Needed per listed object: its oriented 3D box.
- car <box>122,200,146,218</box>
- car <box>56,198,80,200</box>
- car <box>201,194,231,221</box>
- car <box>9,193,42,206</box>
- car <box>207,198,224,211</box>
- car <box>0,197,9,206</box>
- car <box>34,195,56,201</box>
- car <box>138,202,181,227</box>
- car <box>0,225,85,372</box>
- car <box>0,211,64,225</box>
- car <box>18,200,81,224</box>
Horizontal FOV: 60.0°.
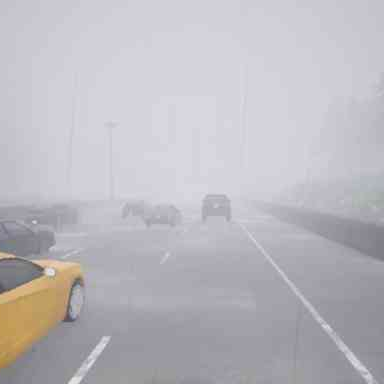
[{"bbox_3d":[-4.871,1.472,29.851,1.837,1.490,4.892,0,0,4],"label":"car"},{"bbox_3d":[-17.773,1.549,49.178,1.895,1.301,4.718,0,0,4],"label":"car"},{"bbox_3d":[1.938,1.187,26.671,2.150,2.045,5.566,0,0,4],"label":"car"},{"bbox_3d":[-24.698,1.174,50.439,2.150,2.045,5.566,0,0,4],"label":"car"},{"bbox_3d":[2.820,1.518,40.337,1.994,1.385,4.181,0,0,4],"label":"car"},{"bbox_3d":[-28.314,1.475,49.025,1.812,1.442,4.674,0,0,4],"label":"car"},{"bbox_3d":[-21.236,1.513,49.830,1.994,1.385,4.181,0,0,4],"label":"car"},{"bbox_3d":[-1.846,1.522,22.380,2.033,1.411,5.357,0,0,4],"label":"car"},{"bbox_3d":[-3.018,1.473,4.199,1.882,1.535,5.008,0,0,4],"label":"car"},{"bbox_3d":[-6.151,1.537,10.006,2.033,1.411,5.357,0,0,4],"label":"car"},{"bbox_3d":[-8.908,1.481,21.626,1.837,1.490,4.892,0,0,4],"label":"car"}]
